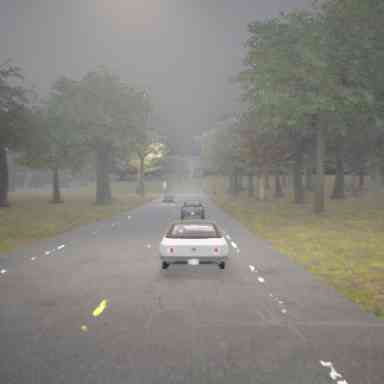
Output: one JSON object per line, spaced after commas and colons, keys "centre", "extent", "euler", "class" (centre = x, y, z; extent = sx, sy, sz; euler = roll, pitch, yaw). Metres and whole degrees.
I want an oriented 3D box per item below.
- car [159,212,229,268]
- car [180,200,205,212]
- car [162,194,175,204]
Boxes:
{"centre": [0.060, 1.564, 11.050], "extent": [1.895, 1.301, 4.718], "euler": [0, 0, 0], "class": "car"}
{"centre": [0.063, 1.389, 27.465], "extent": [2.128, 1.511, 4.902], "euler": [0, 0, 0], "class": "car"}
{"centre": [-3.583, 1.017, 51.572], "extent": [2.033, 1.411, 5.357], "euler": [0, 2, 0], "class": "car"}
